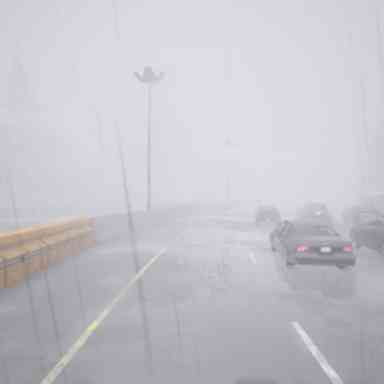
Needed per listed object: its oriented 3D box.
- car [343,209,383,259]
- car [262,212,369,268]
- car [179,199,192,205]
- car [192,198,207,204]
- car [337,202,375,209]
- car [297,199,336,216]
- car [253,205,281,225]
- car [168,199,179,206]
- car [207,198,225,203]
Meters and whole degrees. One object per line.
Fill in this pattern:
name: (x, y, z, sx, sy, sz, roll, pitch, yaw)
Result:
car: (7.555, 1.629, 12.469, 2.128, 1.511, 4.902, 0, 0, 6)
car: (3.952, 1.677, 11.765, 2.033, 1.411, 5.357, 0, -1, 5)
car: (-0.500, 2.333, 72.053, 1.994, 1.385, 4.181, 0, -1, 26)
car: (2.525, 2.117, 70.290, 2.097, 1.767, 4.553, 0, -1, 26)
car: (12.927, 1.770, 25.452, 2.128, 1.511, 4.902, 0, 0, 12)
car: (9.469, 1.634, 25.996, 2.097, 1.767, 4.553, 0, -1, 12)
car: (6.038, 1.798, 26.697, 1.837, 1.490, 4.892, 0, 0, 12)
car: (-3.519, 2.300, 73.849, 1.837, 1.490, 4.892, 0, -1, 26)
car: (5.548, 2.283, 68.500, 2.033, 1.411, 5.357, 0, -1, 26)
